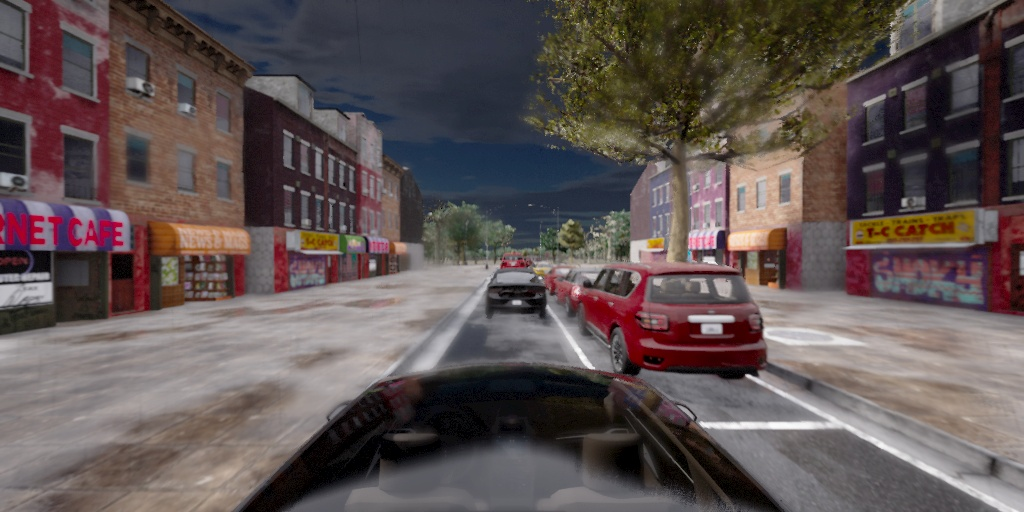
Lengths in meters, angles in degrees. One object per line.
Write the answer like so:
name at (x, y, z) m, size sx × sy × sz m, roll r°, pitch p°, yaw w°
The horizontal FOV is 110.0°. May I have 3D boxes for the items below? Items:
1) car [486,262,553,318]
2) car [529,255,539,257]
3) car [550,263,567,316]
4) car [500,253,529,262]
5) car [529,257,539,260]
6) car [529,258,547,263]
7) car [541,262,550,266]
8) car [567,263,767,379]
car at (0.101, 1.156, 12.656) m, size 1.882 × 1.535 × 5.008 m, roll 0°, pitch 0°, yaw -1°
car at (2.637, 0.806, 45.946) m, size 2.192 × 1.841 × 5.009 m, roll 0°, pitch 0°, yaw 0°
car at (2.638, 1.118, 12.676) m, size 1.967 × 1.591 × 4.097 m, roll 0°, pitch 0°, yaw 0°
car at (0.100, 0.783, 32.182) m, size 2.150 × 2.045 × 5.566 m, roll 0°, pitch 1°, yaw 0°
car at (2.637, 1.097, 34.855) m, size 2.007 × 1.370 × 4.403 m, roll 0°, pitch 0°, yaw 0°
car at (2.637, 1.099, 29.481) m, size 1.751 × 1.417 × 4.829 m, roll 0°, pitch 0°, yaw 0°
car at (2.638, 1.187, 18.221) m, size 1.888 × 1.381 × 4.507 m, roll 0°, pitch 0°, yaw 0°
car at (2.638, 1.029, 7.130) m, size 2.192 × 1.841 × 5.009 m, roll 0°, pitch 0°, yaw 0°
